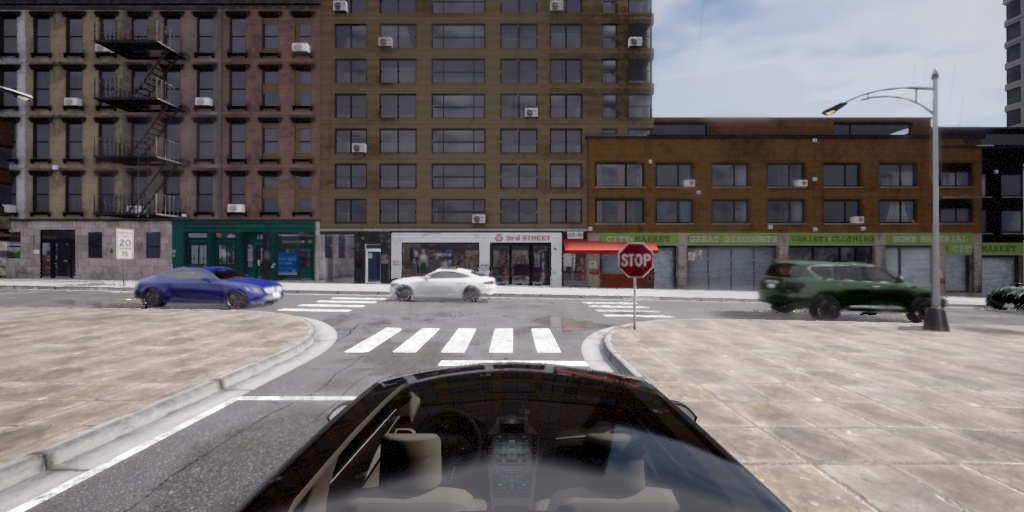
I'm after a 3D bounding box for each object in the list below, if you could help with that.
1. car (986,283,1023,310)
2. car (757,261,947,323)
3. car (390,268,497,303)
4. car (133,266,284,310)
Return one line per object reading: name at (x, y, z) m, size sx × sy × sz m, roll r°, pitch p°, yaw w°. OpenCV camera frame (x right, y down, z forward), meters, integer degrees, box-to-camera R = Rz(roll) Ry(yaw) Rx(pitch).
car at (24.395, 1.695, 15.964) m, size 4.553 × 1.767 × 2.097 m, roll 2°, pitch 0°, yaw 0°
car at (12.089, 1.239, 13.024) m, size 5.566 × 2.045 × 2.150 m, roll 1°, pitch 0°, yaw 0°
car at (-3.003, 1.253, 15.983) m, size 4.674 × 1.442 × 1.812 m, roll 1°, pitch 0°, yaw 0°
car at (-10.898, 1.111, 13.034) m, size 4.674 × 1.442 × 1.812 m, roll 1°, pitch 0°, yaw 0°
